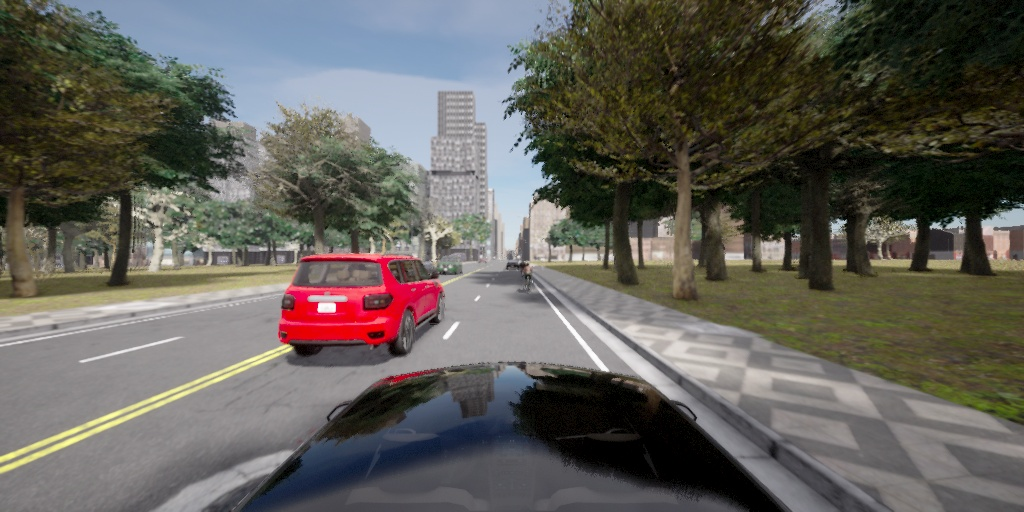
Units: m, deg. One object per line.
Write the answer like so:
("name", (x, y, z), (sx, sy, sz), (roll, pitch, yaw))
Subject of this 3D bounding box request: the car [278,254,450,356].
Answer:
("car", (-3.151, 0.971, 8.786), (2.150, 2.045, 5.566), (0, 0, 0))

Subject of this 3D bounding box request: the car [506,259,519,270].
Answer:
("car", (0.089, 1.289, 54.901), (1.882, 1.535, 5.008), (0, 0, 0))

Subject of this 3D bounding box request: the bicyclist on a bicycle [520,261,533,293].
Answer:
("bicyclist on a bicycle", (0.891, 1.208, 19.668), (0.582, 1.620, 1.656), (0, 0, 0))

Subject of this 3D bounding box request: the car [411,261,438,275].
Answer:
("car", (-9.839, 1.342, 40.633), (1.994, 1.385, 4.181), (0, 0, 0))

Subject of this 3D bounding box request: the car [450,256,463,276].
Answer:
("car", (-6.595, 0.996, 38.308), (2.150, 2.045, 5.566), (0, 0, 0))

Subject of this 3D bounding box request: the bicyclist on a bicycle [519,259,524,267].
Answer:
("bicyclist on a bicycle", (0.890, 1.134, 29.901), (0.659, 1.776, 1.843), (0, 0, 0))
